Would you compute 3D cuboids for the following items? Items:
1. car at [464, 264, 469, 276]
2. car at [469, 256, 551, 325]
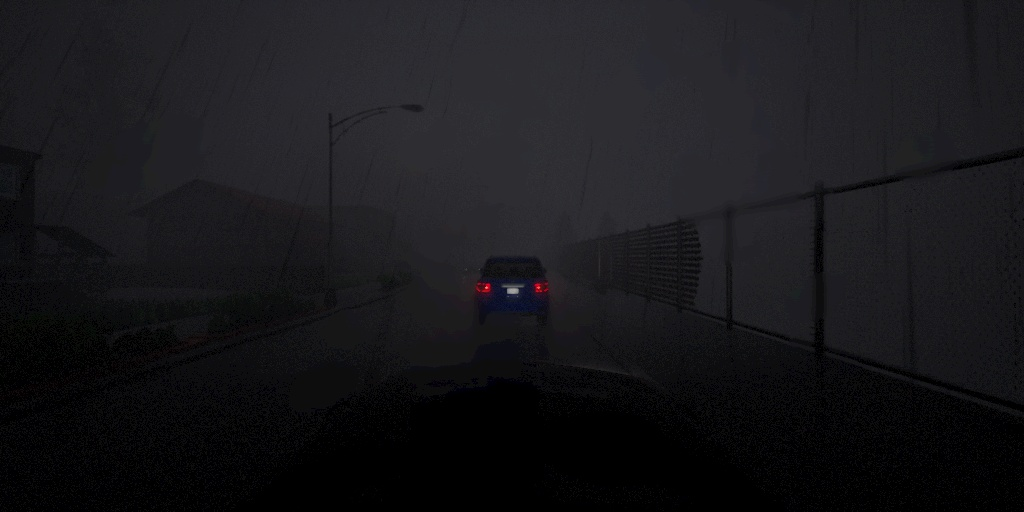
[{"bbox_3d":[-4.170,1.401,39.976,1.812,1.442,4.674,0,0,0],"label":"car"},{"bbox_3d":[0.037,1.009,12.172,2.150,2.045,5.566,0,0,0],"label":"car"}]
